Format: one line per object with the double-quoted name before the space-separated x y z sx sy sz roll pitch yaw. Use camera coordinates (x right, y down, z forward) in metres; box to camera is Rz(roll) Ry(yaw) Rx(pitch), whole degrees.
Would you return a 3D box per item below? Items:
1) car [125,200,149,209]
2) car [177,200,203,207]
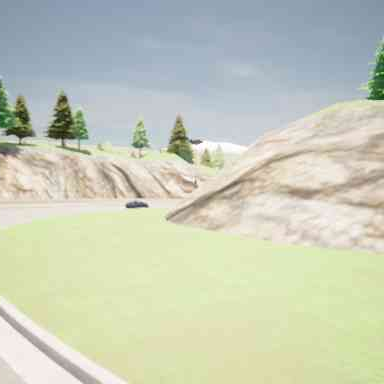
"car" -9.038 2.019 54.530 1.994 1.385 4.181 0 -1 34
"car" -0.331 2.151 63.918 5.357 1.411 2.033 1 -1 -36
